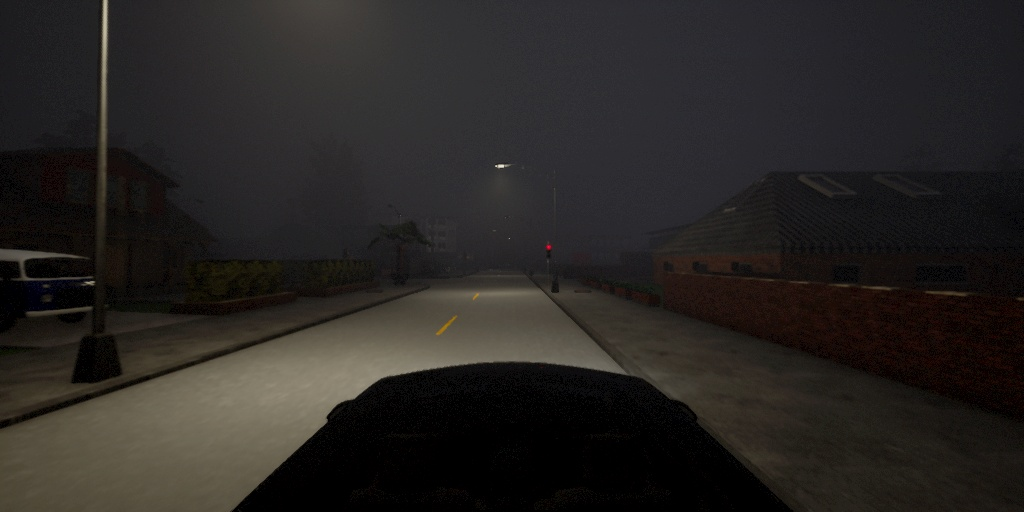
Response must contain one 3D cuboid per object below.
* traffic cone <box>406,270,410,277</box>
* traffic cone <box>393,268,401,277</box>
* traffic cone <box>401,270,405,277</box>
[{"bbox_3d":[-14.393,2.266,50.648,0.344,0.586,0.344,0,0,0],"label":"traffic cone"},{"bbox_3d":[-15.753,2.222,49.039,0.344,0.586,0.344,0,0,0],"label":"traffic cone"},{"bbox_3d":[-15.393,2.227,49.609,0.344,0.586,0.344,0,0,0],"label":"traffic cone"}]
